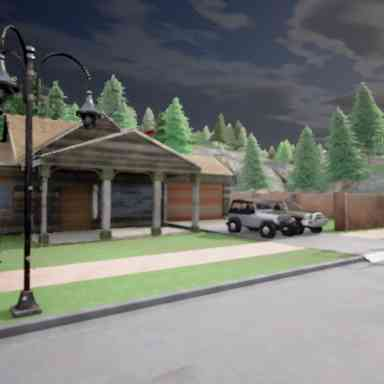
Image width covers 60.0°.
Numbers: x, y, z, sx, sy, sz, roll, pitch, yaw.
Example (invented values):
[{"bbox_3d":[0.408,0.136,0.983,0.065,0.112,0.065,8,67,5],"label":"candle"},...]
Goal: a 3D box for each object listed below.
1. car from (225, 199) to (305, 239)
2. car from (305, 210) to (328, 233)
[{"bbox_3d":[3.503,1.316,17.348,1.905,1.878,3.866,1,0,-36],"label":"car"},{"bbox_3d":[5.320,1.342,19.128,1.932,1.855,4.605,1,0,-36],"label":"car"}]
